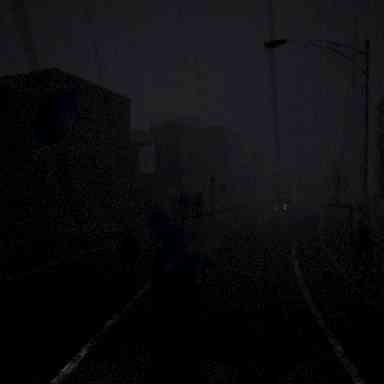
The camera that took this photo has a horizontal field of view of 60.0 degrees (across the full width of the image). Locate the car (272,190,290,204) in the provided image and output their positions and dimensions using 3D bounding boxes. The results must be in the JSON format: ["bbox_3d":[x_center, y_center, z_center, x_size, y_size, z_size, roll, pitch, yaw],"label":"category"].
[{"bbox_3d":[13.835,0.745,51.216,2.150,2.045,5.566,1,1,23],"label":"car"}]
